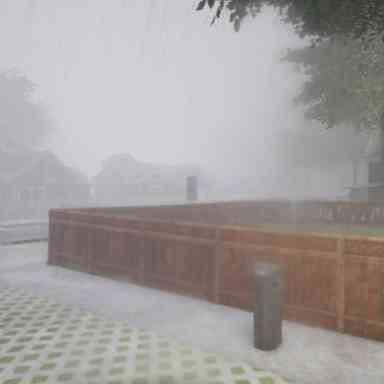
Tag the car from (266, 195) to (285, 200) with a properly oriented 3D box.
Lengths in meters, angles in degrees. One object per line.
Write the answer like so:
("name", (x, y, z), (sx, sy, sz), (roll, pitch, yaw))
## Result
("car", (12.074, 1.282, 48.237), (1.837, 1.490, 4.892), (0, 0, 36))
